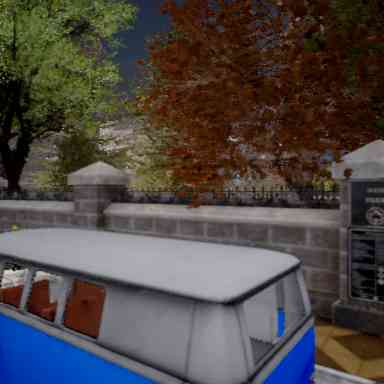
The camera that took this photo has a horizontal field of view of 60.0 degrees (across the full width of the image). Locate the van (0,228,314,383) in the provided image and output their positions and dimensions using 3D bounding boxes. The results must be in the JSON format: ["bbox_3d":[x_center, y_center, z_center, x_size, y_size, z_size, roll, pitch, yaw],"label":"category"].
[{"bbox_3d":[-0.857,1.341,3.328,3.998,1.788,1.690,0,0,35],"label":"van"}]
